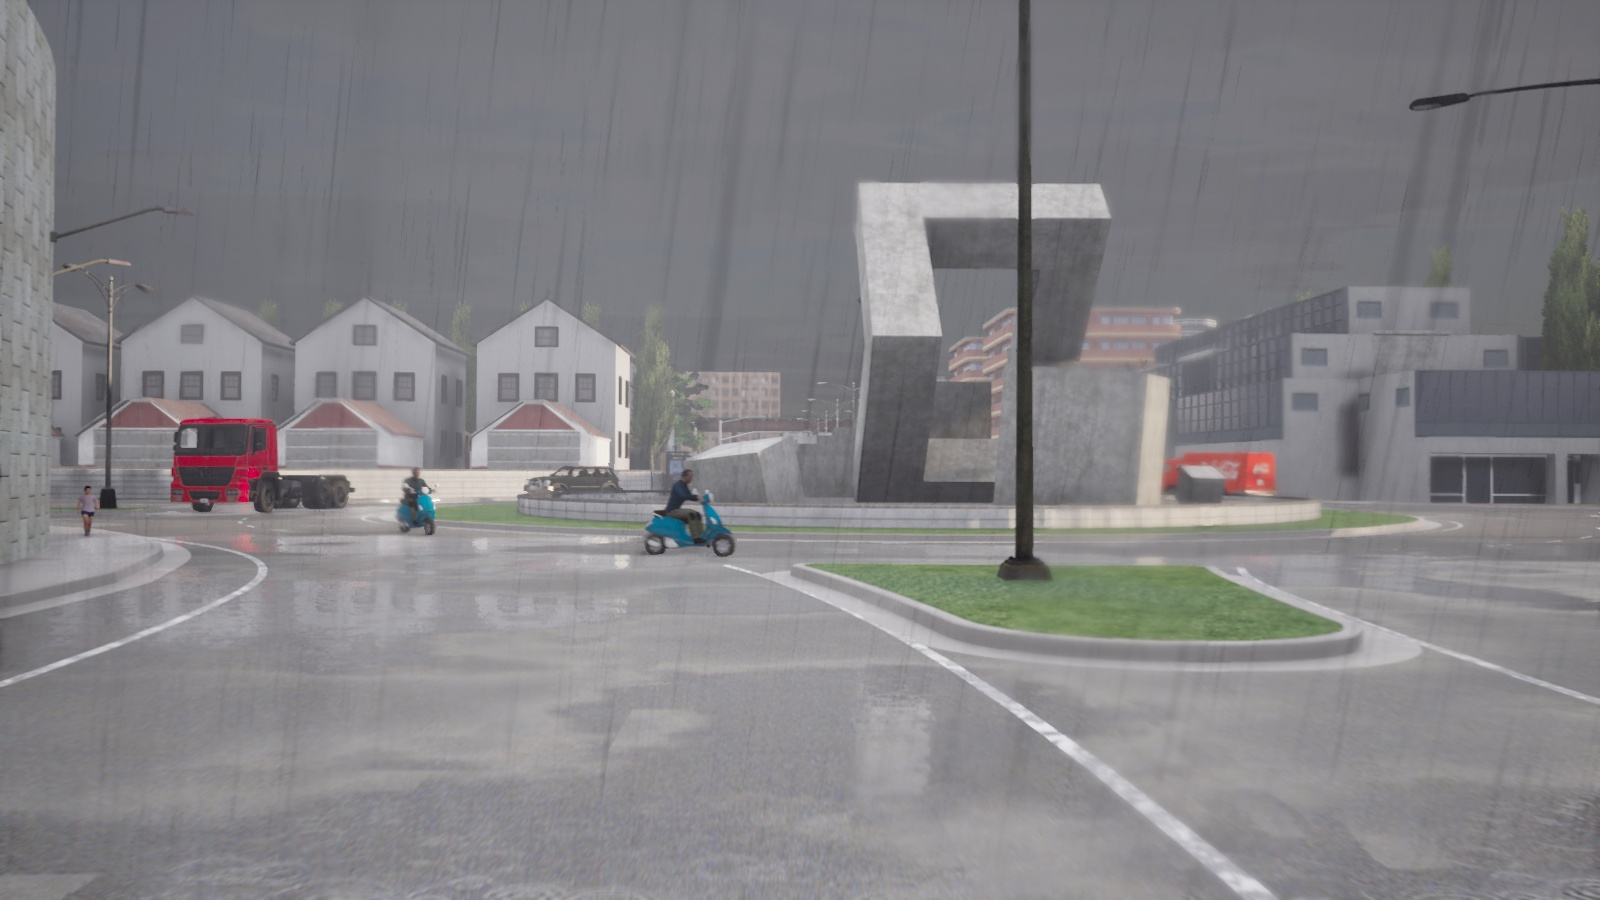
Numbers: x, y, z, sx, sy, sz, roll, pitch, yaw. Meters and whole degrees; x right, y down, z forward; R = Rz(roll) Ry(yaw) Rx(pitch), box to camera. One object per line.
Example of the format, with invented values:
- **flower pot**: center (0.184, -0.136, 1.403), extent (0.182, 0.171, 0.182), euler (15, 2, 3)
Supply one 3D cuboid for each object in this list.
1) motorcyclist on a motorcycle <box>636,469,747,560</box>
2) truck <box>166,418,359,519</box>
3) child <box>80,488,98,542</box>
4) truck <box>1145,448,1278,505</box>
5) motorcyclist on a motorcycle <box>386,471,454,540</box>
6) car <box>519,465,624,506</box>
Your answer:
- **motorcyclist on a motorcycle**: center (-1.959, 1.158, 22.839), extent (1.817, 1.590, 0.866), euler (0, -2, 15)
- **truck**: center (-19.855, 0.700, 47.080), extent (2.891, 3.462, 7.936), euler (0, -1, 9)
- **child**: center (-14.838, 1.348, 26.214), extent (0.255, 1.110, 0.394), euler (1, -1, -40)
- **truck**: center (18.846, 1.219, 57.734), extent (2.627, 2.467, 5.204), euler (1, -1, -37)
- **motorcyclist on a motorcycle**: center (-9.093, 1.307, 30.008), extent (0.866, 1.590, 1.817), euler (0, -1, -42)
- **car**: center (-10.720, 1.664, 59.051), extent (1.932, 1.855, 4.605), euler (-1, -2, 43)
